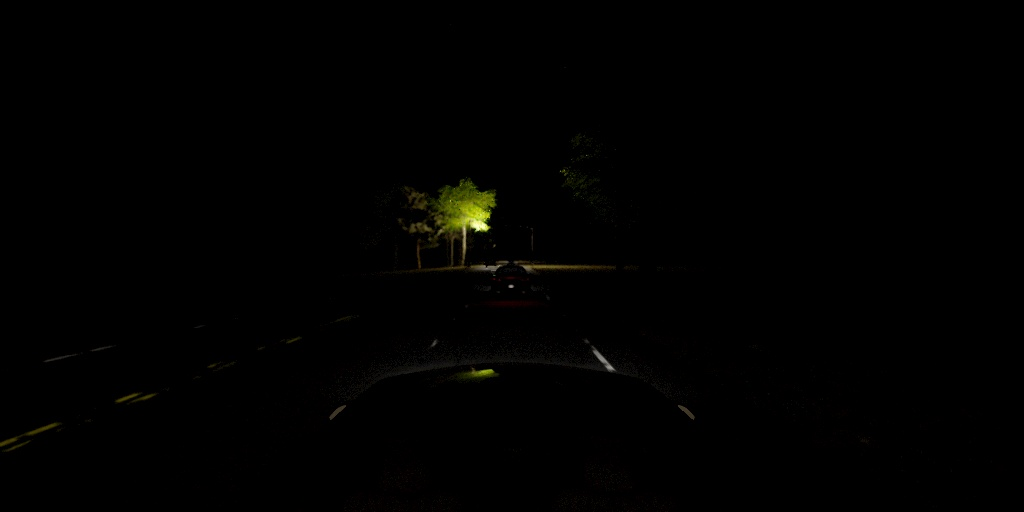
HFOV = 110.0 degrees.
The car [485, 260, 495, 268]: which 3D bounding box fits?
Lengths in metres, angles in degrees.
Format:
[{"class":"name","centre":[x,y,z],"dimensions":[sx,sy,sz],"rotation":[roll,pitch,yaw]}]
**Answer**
[{"class":"car","centre":[-3.663,1.344,62.692],"dimensions":[1.895,1.301,4.718],"rotation":[0,0,0]}]

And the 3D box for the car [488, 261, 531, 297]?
[{"class":"car","centre":[-0.045,1.217,18.685],"dimensions":[1.882,1.535,5.008],"rotation":[0,0,0]}]
